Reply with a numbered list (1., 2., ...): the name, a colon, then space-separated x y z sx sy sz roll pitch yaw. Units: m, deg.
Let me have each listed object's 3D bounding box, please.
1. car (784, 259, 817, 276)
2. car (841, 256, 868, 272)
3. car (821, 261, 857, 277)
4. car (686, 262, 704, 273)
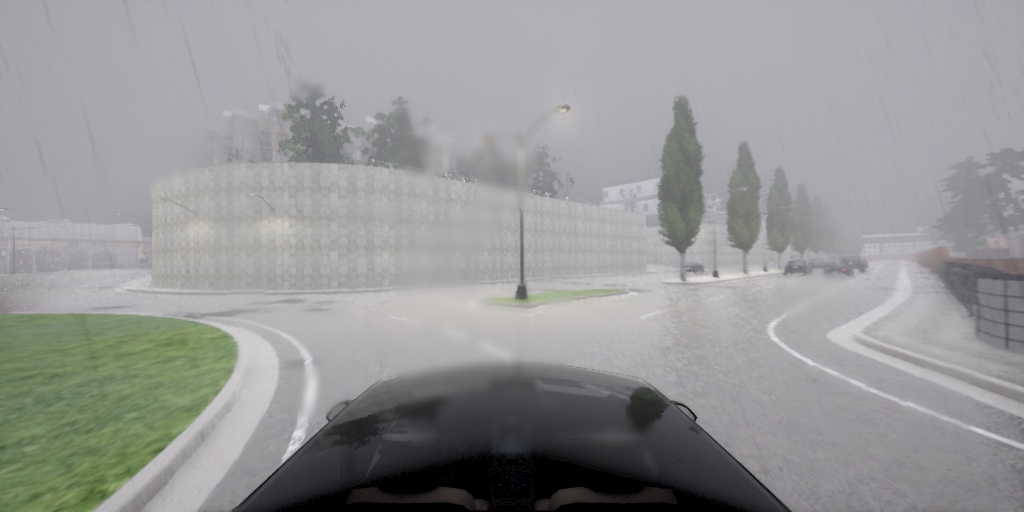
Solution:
1. car: 32.599 1.253 40.718 4.553 1.767 2.097 0 -1 -42
2. car: 44.740 1.067 47.110 5.566 2.045 2.150 1 -2 -42
3. car: 34.212 1.443 37.449 4.718 1.301 1.895 0 -1 -42
4. car: 24.945 1.590 49.502 4.902 1.511 2.128 0 -1 -45
